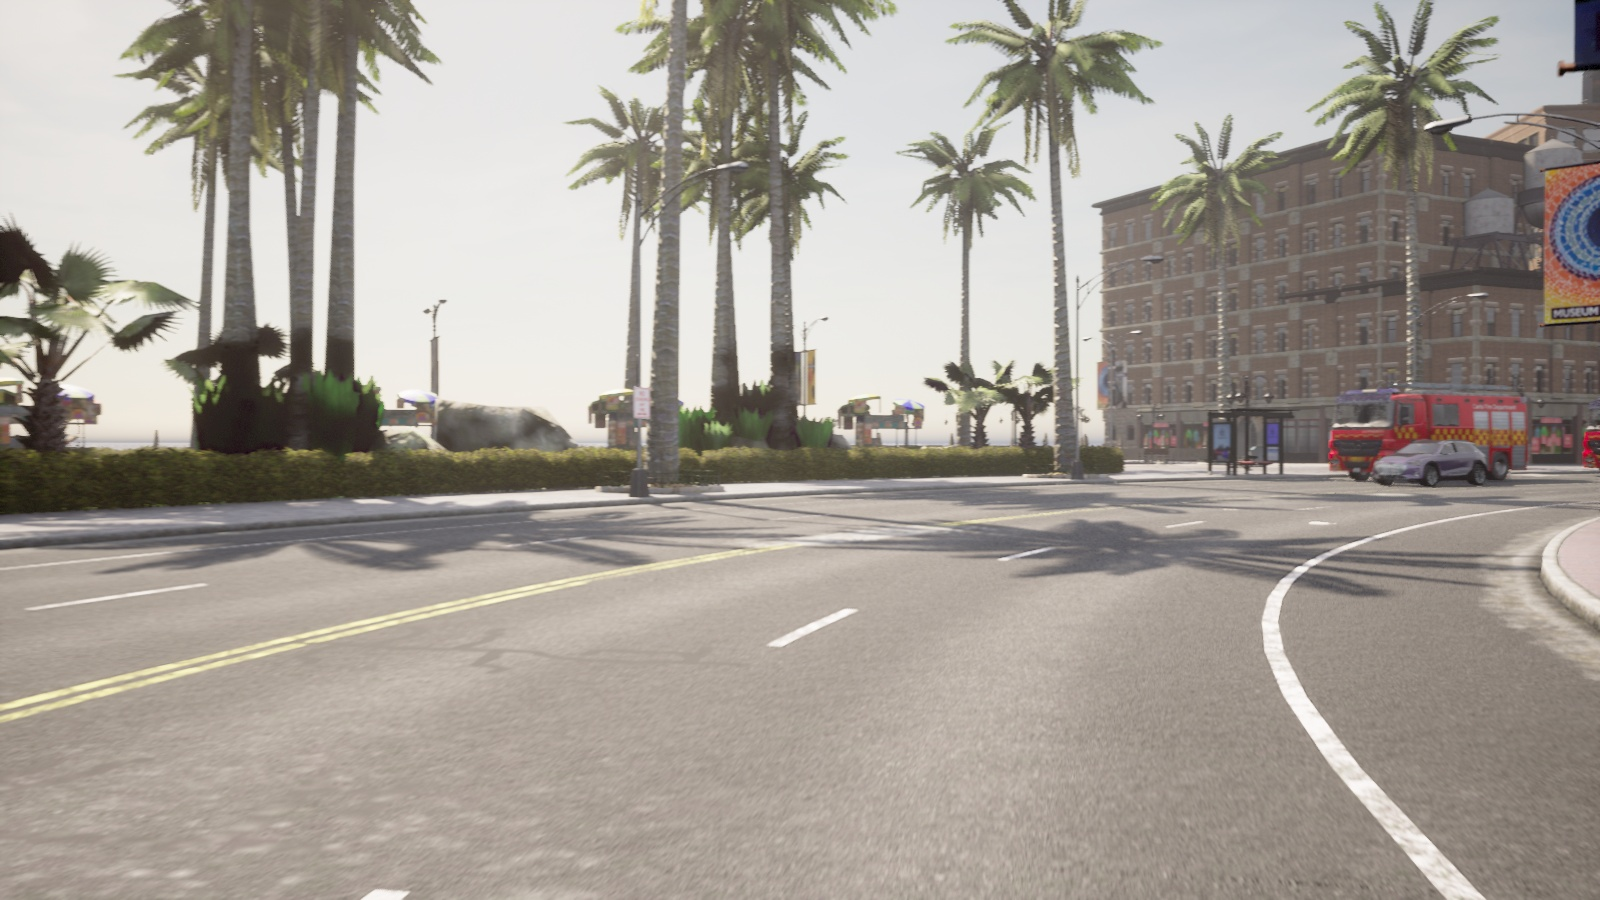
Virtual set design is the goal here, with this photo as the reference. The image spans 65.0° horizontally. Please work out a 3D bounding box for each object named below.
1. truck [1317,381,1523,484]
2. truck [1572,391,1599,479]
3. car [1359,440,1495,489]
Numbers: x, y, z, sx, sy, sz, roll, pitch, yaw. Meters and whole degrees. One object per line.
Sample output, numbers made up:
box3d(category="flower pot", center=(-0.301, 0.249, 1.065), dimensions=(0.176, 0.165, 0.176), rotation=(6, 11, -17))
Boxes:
box3d(category="truck", center=(24.640, -0.652, 49.787), dimensions=(8.468, 3.827, 2.891), rotation=(0, 0, -28))
box3d(category="truck", center=(38.984, -0.662, 56.569), dimensions=(8.468, 3.827, 2.891), rotation=(0, 0, -24))
box3d(category="car", center=(22.073, 0.469, 44.168), dimensions=(4.856, 1.649, 2.033), rotation=(0, 0, -32))
